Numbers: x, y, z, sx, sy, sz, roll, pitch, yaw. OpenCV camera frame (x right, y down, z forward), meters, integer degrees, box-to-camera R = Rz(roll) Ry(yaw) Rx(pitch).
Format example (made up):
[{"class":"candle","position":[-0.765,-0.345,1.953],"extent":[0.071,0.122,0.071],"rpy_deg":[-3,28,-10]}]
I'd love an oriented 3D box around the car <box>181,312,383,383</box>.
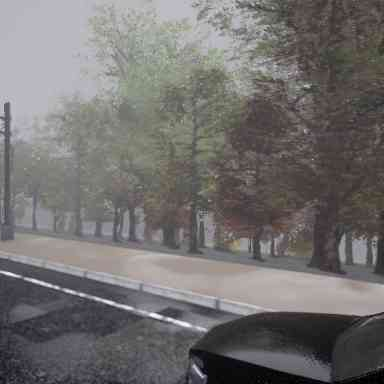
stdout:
[{"class":"car","position":[2.060,1.525,2.218],"extent":[4.674,1.442,1.812],"rpy_deg":[0,0,36]}]
